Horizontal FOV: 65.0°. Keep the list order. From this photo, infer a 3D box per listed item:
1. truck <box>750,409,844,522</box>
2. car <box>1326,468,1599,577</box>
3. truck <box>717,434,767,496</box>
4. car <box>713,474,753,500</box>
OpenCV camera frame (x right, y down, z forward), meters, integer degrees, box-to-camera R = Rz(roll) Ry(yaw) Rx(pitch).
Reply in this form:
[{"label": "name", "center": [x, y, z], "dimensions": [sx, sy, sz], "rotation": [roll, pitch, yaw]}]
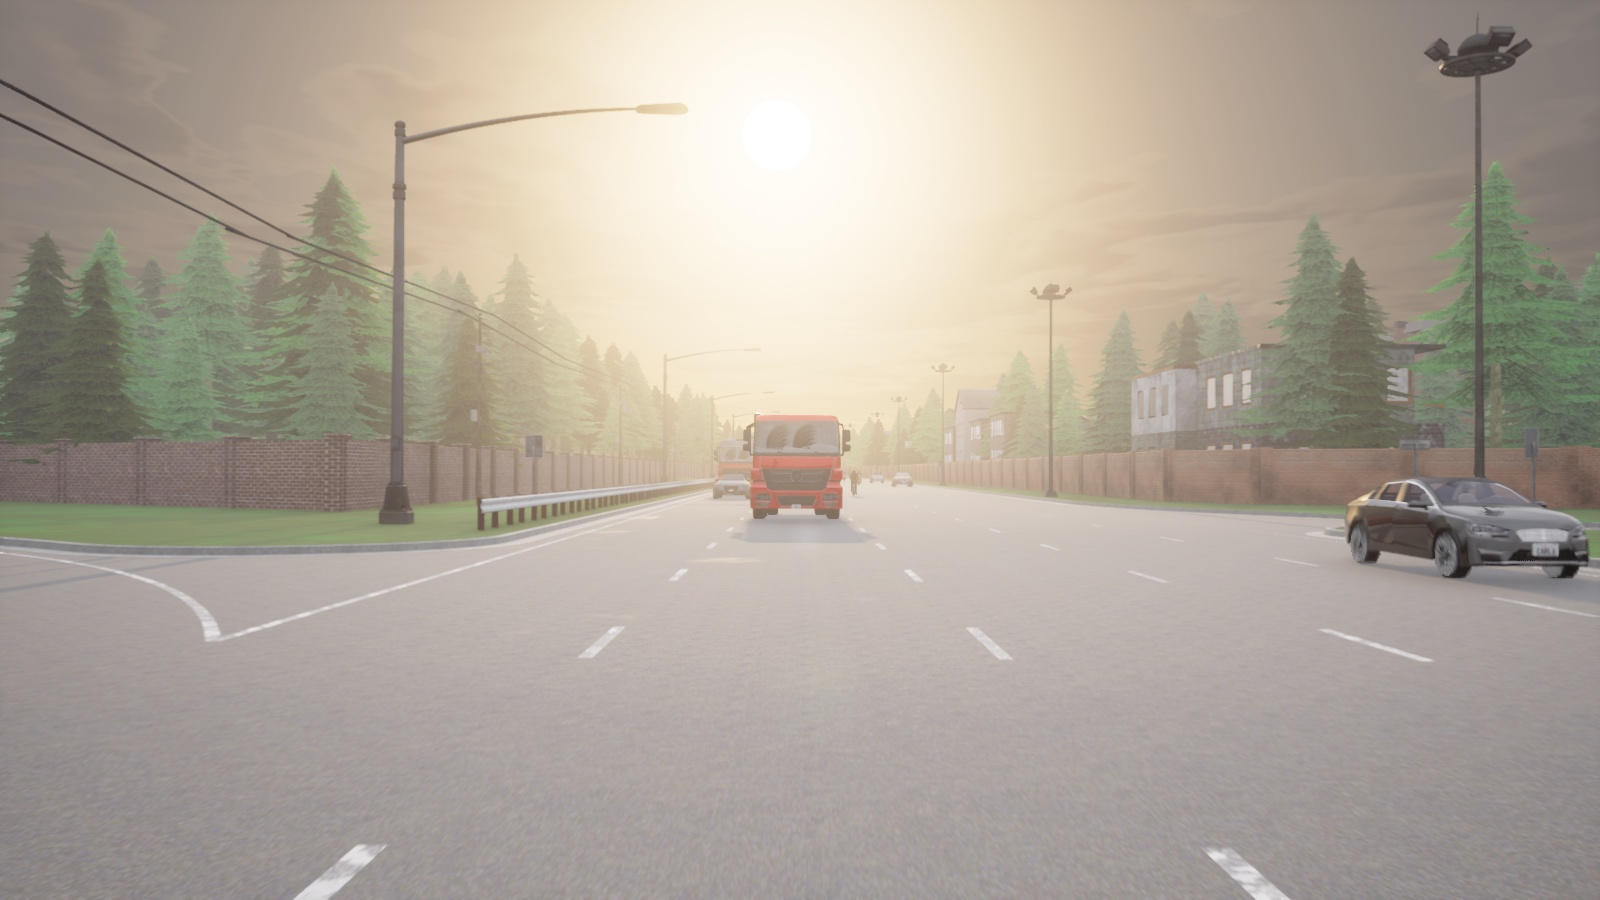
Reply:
[{"label": "truck", "center": [-0.109, 0.531, 42.580], "dimensions": [2.891, 3.462, 7.936], "rotation": [0, -1, 0]}, {"label": "car", "center": [10.450, 1.056, 19.942], "dimensions": [2.128, 1.511, 4.902], "rotation": [0, -1, 0]}, {"label": "truck", "center": [-3.707, 1.007, 81.888], "dimensions": [2.891, 3.827, 8.468], "rotation": [0, -1, 0]}, {"label": "car", "center": [-3.671, 2.026, 69.072], "dimensions": [1.994, 1.385, 4.181], "rotation": [0, -1, 0]}]
